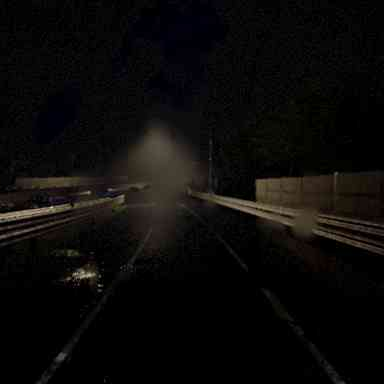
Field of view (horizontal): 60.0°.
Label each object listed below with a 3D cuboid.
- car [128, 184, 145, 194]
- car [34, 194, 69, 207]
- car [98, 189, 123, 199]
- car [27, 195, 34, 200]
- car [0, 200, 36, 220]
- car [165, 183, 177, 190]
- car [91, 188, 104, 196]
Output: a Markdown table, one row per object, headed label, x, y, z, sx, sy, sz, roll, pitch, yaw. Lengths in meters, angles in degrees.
| label | x | y | z | sx | sy | sz | roll | pitch | yaw |
| --- | --- | --- | --- | --- | --- | --- | --- | --- | --- |
| car | -12.991 | -0.426 | 75.247 | 1.837 | 1.490 | 4.892 | 1 | 3 | 11 |
| car | -18.825 | 1.004 | 45.398 | 2.097 | 1.767 | 4.553 | 1 | 3 | 11 |
| car | -13.253 | 0.562 | 55.797 | 1.882 | 1.535 | 5.008 | 0 | 3 | 11 |
| car | -21.802 | 0.992 | 48.450 | 1.837 | 1.490 | 4.892 | 1 | 3 | 11 |
| car | -17.773 | 1.850 | 32.294 | 1.895 | 1.301 | 4.718 | 1 | 3 | 11 |
| car | -5.510 | -1.457 | 95.003 | 1.812 | 1.442 | 4.674 | 1 | 3 | 11 |
| car | -18.299 | -0.107 | 66.431 | 2.097 | 1.767 | 4.553 | 1 | 3 | 11 |
